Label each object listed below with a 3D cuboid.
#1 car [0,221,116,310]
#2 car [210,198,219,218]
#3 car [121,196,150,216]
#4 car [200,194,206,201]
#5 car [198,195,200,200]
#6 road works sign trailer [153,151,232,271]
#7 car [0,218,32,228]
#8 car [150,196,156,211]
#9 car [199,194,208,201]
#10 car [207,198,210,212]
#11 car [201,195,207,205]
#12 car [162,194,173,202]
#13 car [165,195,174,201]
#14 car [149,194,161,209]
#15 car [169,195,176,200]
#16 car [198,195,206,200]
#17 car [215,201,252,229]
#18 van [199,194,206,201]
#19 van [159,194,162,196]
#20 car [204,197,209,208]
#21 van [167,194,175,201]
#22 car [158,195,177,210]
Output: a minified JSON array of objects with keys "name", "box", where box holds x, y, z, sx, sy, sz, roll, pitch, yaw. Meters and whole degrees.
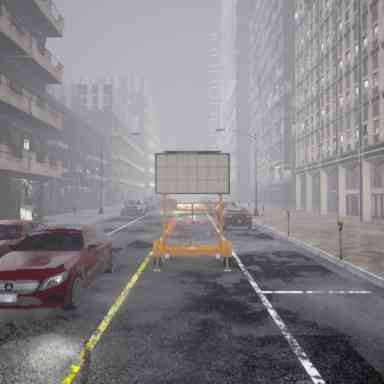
[{"name":"car","box":[-3.089,1.528,7.922,1.812,1.442,4.674,0,0,0]},{"name":"car","box":[2.747,1.447,26.916,1.967,1.590,4.097,1,0,0]},{"name":"car","box":[-5.624,1.448,32.402,1.967,1.590,4.097,1,0,0]},{"name":"car","box":[2.798,1.534,60.374,1.752,1.417,4.829,1,0,0]},{"name":"car","box":[2.815,1.591,71.300,1.802,1.307,4.206,1,0,0]},{"name":"road works sign trailer","box":[0.015,0.467,10.849,2.380,3.560,2.880,0,0,0]},{"name":"car","box":[-5.661,1.548,10.216,1.887,1.381,4.507,1,0,0]},{"name":"car","box":[-5.617,1.553,37.950,1.887,1.381,4.507,1,0,0]},{"name":"car","box":[2.835,1.448,82.396,1.967,1.590,4.097,1,0,0]},{"name":"car","box":[2.754,1.553,32.464,1.887,1.381,4.507,1,0,0]},{"name":"car","box":[2.780,1.559,49.108,2.008,1.369,4.403,1,0,0]},{"name":"car","box":[-5.555,1.324,76.777,2.192,1.841,5.009,1,0,0]},{"name":"car","box":[-5.558,1.533,82.153,1.752,1.417,4.829,1,0,0]},{"name":"car","box":[-5.606,1.449,43.497,1.967,1.590,4.097,1,0,0]},{"name":"car","box":[-5.497,1.531,93.246,1.752,1.417,4.829,1,0,0]},{"name":"car","box":[2.850,1.572,93.492,1.947,1.339,4.313,1,0,0]},{"name":"car","box":[2.737,1.551,21.368,1.887,1.381,4.507,1,0,0]},{"name":"van","box":[2.846,1.348,87.944,1.690,1.788,3.998,1,0,0]},{"name":"van","box":[-5.596,1.350,49.044,1.690,1.788,3.998,1,0,0]},{"name":"car","box":[2.763,1.553,38.012,1.887,1.381,4.507,1,0,0]},{"name":"van","box":[-5.509,1.348,87.870,1.690,1.788,3.998,1,0,0]},{"name":"car","box":[-2.933,1.534,43.466,1.812,1.442,4.674,0,0,0]}]
